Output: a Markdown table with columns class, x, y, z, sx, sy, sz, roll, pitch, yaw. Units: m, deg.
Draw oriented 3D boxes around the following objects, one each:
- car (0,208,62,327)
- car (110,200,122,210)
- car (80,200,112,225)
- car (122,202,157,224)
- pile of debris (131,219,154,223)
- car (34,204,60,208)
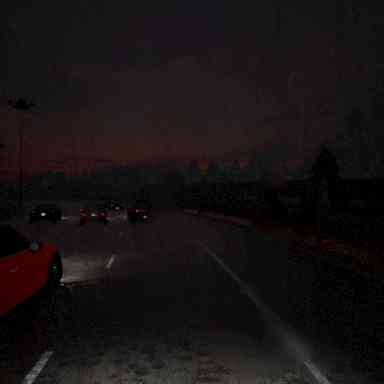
| class | x | y | z | sx | sy | sz | roll | pitch | yaw |
| --- | --- | --- | --- | --- | --- | --- | --- | --- | --- |
| car | -3.971 | 1.356 | 5.968 | 2.097 | 1.767 | 4.553 | 0 | 0 | -5 |
| car | -9.785 | 1.618 | 41.469 | 1.895 | 1.301 | 4.718 | 0 | 0 | -24 |
| car | -7.227 | 1.562 | 24.462 | 2.033 | 1.411 | 5.357 | 0 | 0 | -16 |
| car | -3.846 | 1.496 | 25.107 | 2.128 | 1.511 | 4.902 | 0 | 0 | -15 |
| pile of debris | -3.718 | 2.180 | 25.022 | 1.500 | 0.140 | 1.860 | 0 | 0 | -15 |
| car | -11.427 | 1.592 | 26.160 | 1.994 | 1.385 | 4.181 | 0 | 0 | -17 |
